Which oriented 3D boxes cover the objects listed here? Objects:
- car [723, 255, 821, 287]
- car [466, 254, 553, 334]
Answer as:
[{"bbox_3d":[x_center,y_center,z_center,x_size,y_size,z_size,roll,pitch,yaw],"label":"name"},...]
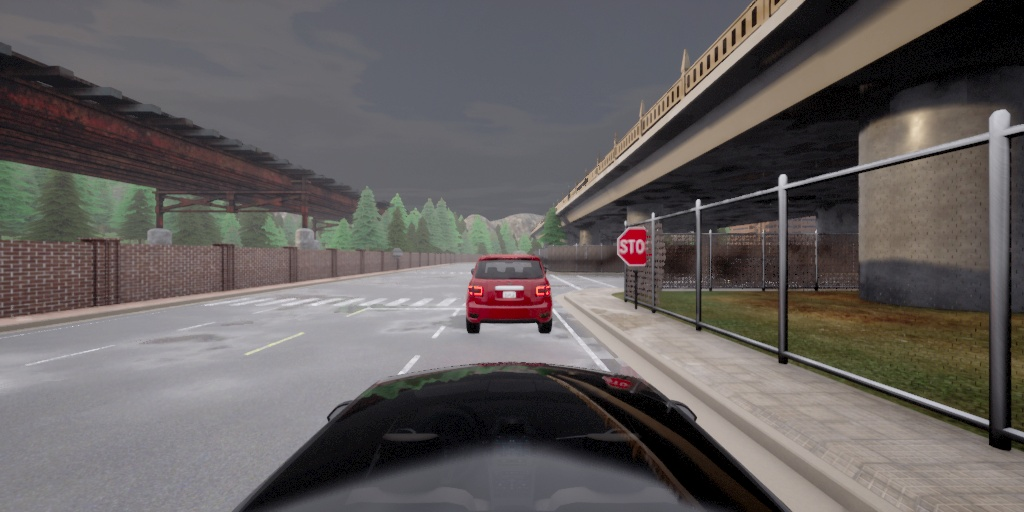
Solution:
[{"bbox_3d":[17.083,0.970,23.760,5.566,2.045,2.150,0,0,1],"label":"car"},{"bbox_3d":[-0.093,0.971,10.806,2.150,2.045,5.566,0,0,-1],"label":"car"}]
